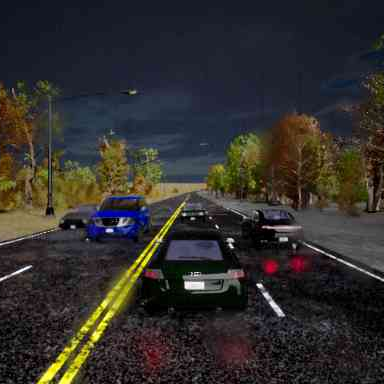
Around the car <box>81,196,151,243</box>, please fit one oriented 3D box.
[{"bbox_3d":[-3.354,1.219,16.321,2.150,2.045,5.566,0,0,0],"label":"car"}]

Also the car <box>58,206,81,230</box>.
[{"bbox_3d":[-6.604,1.544,21.110,2.033,1.411,5.357,0,0,0],"label":"car"}]

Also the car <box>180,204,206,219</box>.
[{"bbox_3d":[0.058,1.572,25.981,1.895,1.301,4.718,-2,1,0],"label":"car"}]

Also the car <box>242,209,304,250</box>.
[{"bbox_3d":[3.324,1.489,14.362,2.128,1.511,4.902,0,0,1],"label":"car"}]

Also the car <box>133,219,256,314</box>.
[{"bbox_3d":[0.057,1.563,7.686,1.994,1.385,4.181,0,0,0],"label":"car"}]
